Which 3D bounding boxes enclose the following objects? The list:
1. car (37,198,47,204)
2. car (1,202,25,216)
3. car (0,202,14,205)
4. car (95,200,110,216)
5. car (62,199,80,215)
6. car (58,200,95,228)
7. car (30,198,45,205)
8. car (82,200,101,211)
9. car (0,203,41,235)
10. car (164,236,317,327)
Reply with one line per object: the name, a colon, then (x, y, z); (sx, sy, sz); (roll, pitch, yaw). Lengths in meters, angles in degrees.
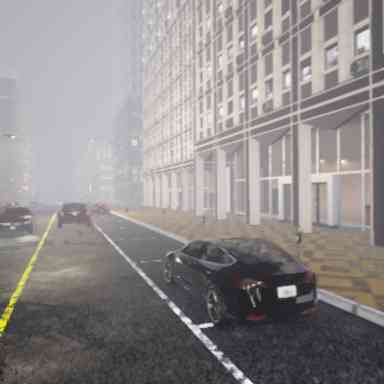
car: (-35.831, 2.041, 79.479); (1.802, 1.307, 4.206); (-1, 0, -21)
car: (-19.155, 1.802, 35.742); (1.802, 1.307, 4.206); (-1, 0, -21)
car: (-17.149, 1.634, 30.462); (1.967, 1.590, 4.097); (-1, 0, -21)
car: (-9.315, 1.678, 33.440); (1.887, 1.381, 4.507); (-1, 0, -21)
car: (-14.002, 1.659, 38.414); (1.882, 1.535, 5.008); (0, 0, -20)
car: (-8.284, 1.458, 23.391); (2.097, 1.767, 4.553); (0, 0, -21)
car: (-29.189, 1.912, 62.142); (2.008, 1.369, 4.403); (-1, 0, -21)
car: (-13.329, 1.738, 44.000); (2.008, 1.369, 4.403); (-1, 0, -21)
car: (-10.304, 1.643, 19.794); (1.812, 1.442, 4.674); (0, 0, -21)
car: (0.720, 1.570, 7.040); (1.947, 1.339, 4.313); (-1, 0, -21)
